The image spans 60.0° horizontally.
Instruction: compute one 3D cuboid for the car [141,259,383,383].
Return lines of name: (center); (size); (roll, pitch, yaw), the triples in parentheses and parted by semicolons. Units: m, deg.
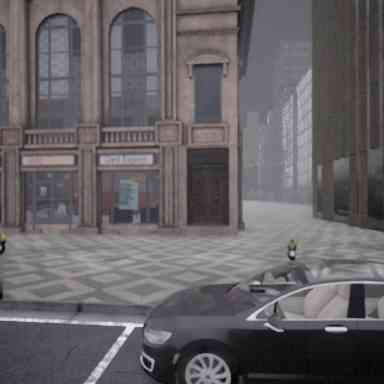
car: (1.573, 1.551, 4.097); (4.403, 1.369, 2.008); (0, 0, 7)
